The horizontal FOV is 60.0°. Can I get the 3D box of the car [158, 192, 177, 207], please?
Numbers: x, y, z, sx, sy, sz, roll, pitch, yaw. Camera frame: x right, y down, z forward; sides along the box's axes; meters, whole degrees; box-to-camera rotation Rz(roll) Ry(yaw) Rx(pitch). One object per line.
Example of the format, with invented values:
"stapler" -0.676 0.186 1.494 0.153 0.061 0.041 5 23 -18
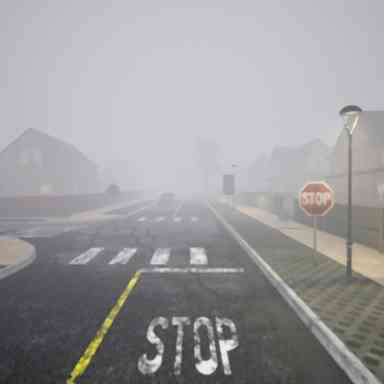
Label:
"car" -2.751 0.792 37.620 1.882 1.535 5.008 0 1 0
